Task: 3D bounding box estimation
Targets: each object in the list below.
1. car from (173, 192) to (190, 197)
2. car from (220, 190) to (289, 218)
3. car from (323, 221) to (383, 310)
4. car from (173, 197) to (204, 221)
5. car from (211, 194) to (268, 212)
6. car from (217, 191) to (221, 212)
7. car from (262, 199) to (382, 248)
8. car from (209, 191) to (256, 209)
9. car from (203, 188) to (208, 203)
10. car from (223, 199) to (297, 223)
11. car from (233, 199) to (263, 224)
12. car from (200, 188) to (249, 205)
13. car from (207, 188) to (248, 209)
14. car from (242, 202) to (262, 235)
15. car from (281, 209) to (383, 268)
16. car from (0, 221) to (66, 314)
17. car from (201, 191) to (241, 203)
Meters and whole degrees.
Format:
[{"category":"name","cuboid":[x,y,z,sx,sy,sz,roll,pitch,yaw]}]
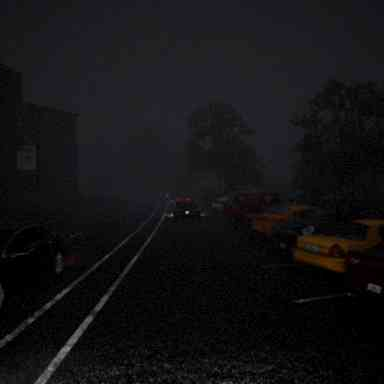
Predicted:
[{"category":"car","cuboid":[-1.186,0.888,41.746,1.895,1.301,4.718,0,2,-3]},{"category":"car","cuboid":[5.016,1.058,21.161,5.566,2.045,2.435,0,1,-22]},{"category":"car","cuboid":[5.278,1.440,6.294,5.008,1.535,2.097,1,0,-21]},{"category":"car","cuboid":[-0.395,1.325,24.806,1.994,1.385,4.181,0,1,-2]},{"category":"car","cuboid":[4.702,1.051,33.121,5.366,1.575,1.946,0,1,-23]},{"category":"car","cuboid":[4.758,1.076,27.081,4.553,1.767,2.185,0,1,-22]},{"category":"car","cuboid":[5.232,1.272,12.238,4.553,1.767,2.185,1,1,-21]},{"category":"car","cuboid":[4.419,0.839,36.014,4.553,1.767,2.185,0,2,-23]},{"category":"car","cuboid":[4.211,0.618,38.947,5.566,2.045,2.435,0,2,-23]},{"category":"car","cuboid":[4.918,1.291,24.138,4.792,1.488,2.163,0,1,-22]},{"category":"car","cuboid":[5.079,1.349,18.174,4.892,1.521,2.231,0,1,-22]},{"category":"car","cuboid":[4.094,0.522,41.946,5.566,2.045,2.435,0,2,-24]},{"category":"car","cuboid":[4.643,0.882,30.045,5.566,2.045,2.435,0,2,-23]},{"category":"car","cuboid":[5.137,1.376,15.205,5.008,1.535,2.097,1,0,-21]},{"category":"car","cuboid":[5.423,1.418,9.331,5.366,1.575,1.946,1,0,-21]},{"category":"car","cuboid":[-4.321,1.456,7.232,1.837,1.490,4.892,0,0,-1]},{"category":"car","cuboid":[3.883,0.678,44.906,4.892,1.521,2.231,0,2,-24]}]
